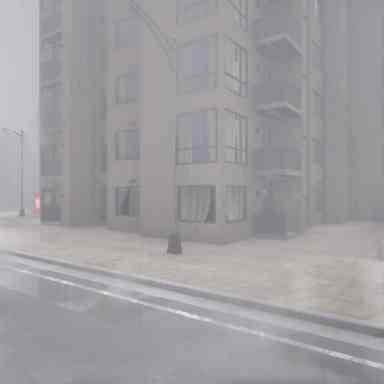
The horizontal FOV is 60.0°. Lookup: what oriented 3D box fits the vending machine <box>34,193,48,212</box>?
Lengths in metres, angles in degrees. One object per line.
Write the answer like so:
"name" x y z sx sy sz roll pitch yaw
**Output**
"vending machine" -16.946 1.194 37.239 1.100 2.100 0.880 0 0 11
